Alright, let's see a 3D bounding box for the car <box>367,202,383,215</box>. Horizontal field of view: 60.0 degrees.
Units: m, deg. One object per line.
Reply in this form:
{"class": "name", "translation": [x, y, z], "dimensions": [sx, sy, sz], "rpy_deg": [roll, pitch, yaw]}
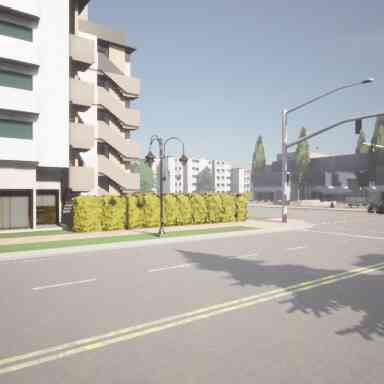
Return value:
{"class": "car", "translation": [19.553, 1.352, 32.206], "dimensions": [2.097, 1.767, 4.553], "rpy_deg": [0, 0, -38]}
